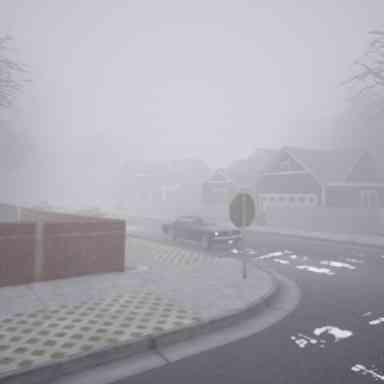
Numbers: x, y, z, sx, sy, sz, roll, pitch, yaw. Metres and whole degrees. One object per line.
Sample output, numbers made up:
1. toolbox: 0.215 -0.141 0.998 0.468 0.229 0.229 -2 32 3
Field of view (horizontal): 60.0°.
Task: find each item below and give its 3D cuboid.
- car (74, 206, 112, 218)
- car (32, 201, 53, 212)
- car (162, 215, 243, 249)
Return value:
1. car: -8.617 1.922 28.797 1.895 1.301 4.718 -1 0 -36
2. car: -20.518 1.967 45.560 2.033 1.411 5.357 -1 0 -36
3. car: 0.442 1.831 16.076 1.895 1.301 4.718 -1 0 -34
